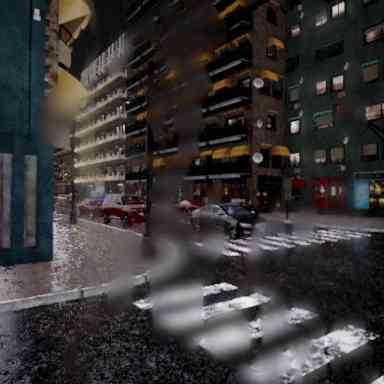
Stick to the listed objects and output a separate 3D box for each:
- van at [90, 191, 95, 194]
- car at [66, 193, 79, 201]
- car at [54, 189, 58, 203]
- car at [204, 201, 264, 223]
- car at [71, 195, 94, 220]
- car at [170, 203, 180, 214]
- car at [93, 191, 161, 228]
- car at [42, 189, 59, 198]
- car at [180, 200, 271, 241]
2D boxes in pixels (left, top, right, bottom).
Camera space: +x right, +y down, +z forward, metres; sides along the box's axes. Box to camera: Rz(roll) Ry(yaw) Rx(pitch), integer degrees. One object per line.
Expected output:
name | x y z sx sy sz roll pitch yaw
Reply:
van | -13.362 0.771 47.362 1.690 1.788 3.998 2 0 -36
car | -19.919 0.814 56.371 1.887 1.381 4.507 2 0 -36
car | -21.187 0.639 48.421 2.097 1.767 4.553 1 1 -36
car | 3.016 1.398 24.836 1.947 1.339 4.313 2 0 -36
car | -7.060 1.205 24.444 1.887 1.381 4.507 2 0 -36
car | -0.261 1.334 29.341 1.802 1.307 4.206 2 0 -36
car | -3.776 1.056 19.940 2.192 1.841 5.009 2 0 -36
car | -29.743 0.344 69.887 2.192 1.841 5.009 2 0 -36
car | 1.721 1.355 16.243 2.128 1.511 4.902 1 1 -32
